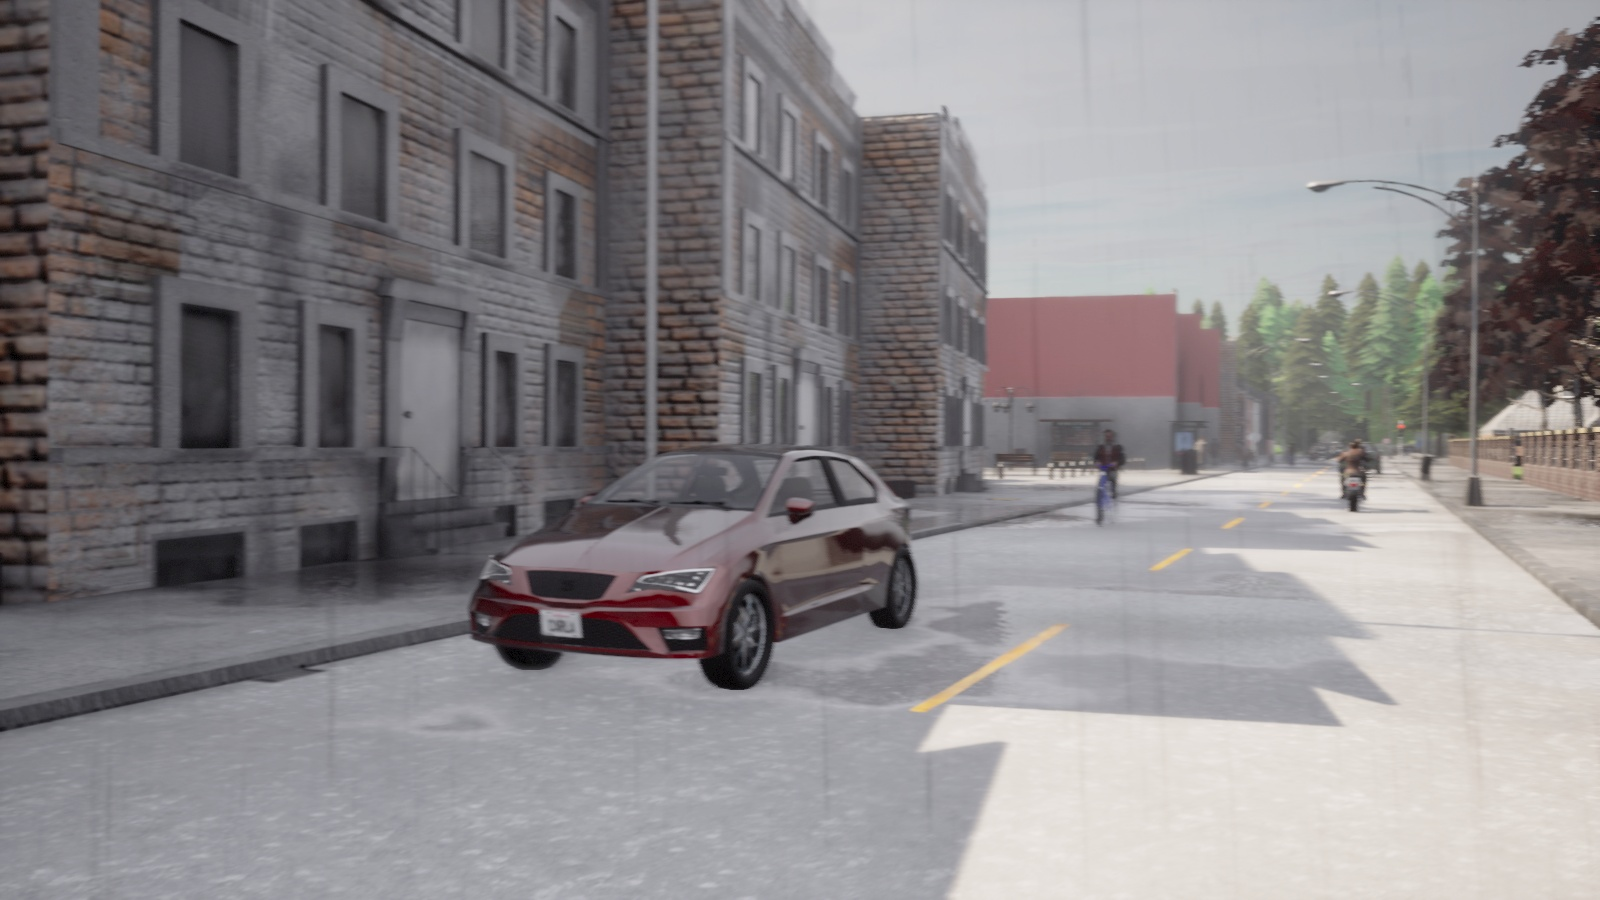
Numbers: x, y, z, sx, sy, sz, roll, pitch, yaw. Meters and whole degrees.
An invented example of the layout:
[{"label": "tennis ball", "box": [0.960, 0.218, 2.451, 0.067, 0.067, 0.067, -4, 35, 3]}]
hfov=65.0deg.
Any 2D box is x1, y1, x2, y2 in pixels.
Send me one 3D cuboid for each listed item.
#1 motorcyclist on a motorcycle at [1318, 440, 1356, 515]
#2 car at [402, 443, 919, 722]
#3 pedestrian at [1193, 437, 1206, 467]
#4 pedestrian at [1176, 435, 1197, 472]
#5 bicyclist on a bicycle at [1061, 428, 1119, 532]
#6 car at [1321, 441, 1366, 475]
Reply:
[{"label": "motorcyclist on a motorcycle", "box": [12.452, 0.604, 29.082, 0.766, 1.649, 2.350, 1, 0, 24]}, {"label": "car", "box": [-0.675, 0.699, 8.961, 1.816, 1.474, 4.193, 1, 0, 24]}, {"label": "pedestrian", "box": [26.234, 0.133, 82.500, 0.659, 1.952, 0.873, 1, 0, 26]}, {"label": "pedestrian", "box": [20.529, 0.189, 66.730, 0.873, 1.952, 0.659, 0, 0, -35]}, {"label": "bicyclist on a bicycle", "box": [5.205, 0.514, 22.459, 0.659, 1.776, 1.843, 1, 0, 24]}, {"label": "car", "box": [28.751, 0.398, 66.409, 2.097, 1.767, 4.553, 1, 0, 24]}]
